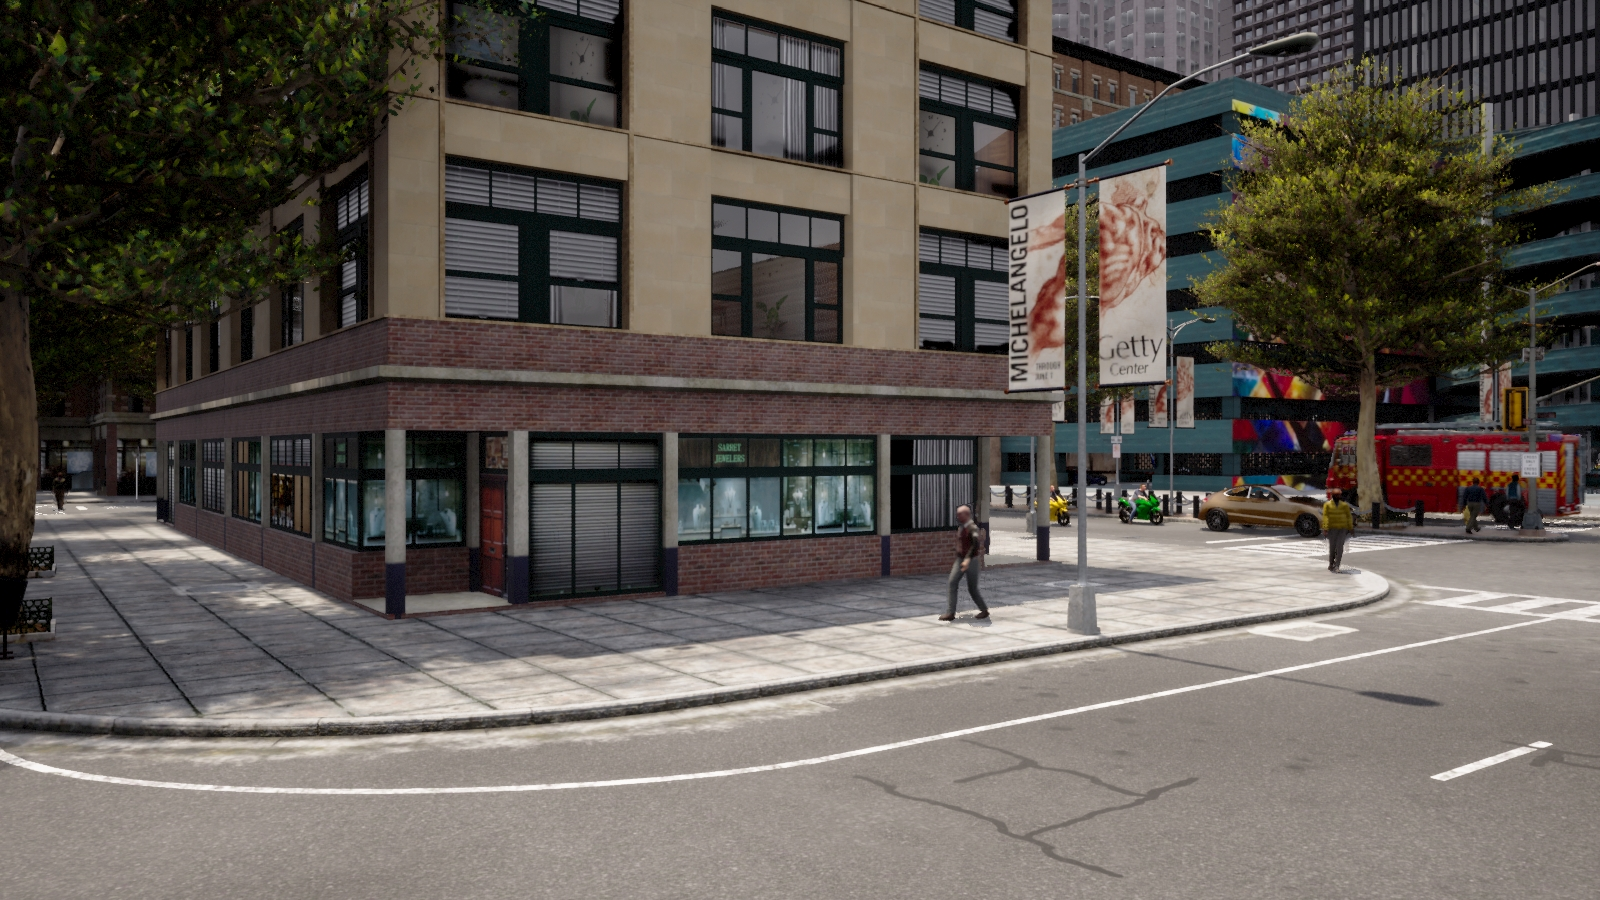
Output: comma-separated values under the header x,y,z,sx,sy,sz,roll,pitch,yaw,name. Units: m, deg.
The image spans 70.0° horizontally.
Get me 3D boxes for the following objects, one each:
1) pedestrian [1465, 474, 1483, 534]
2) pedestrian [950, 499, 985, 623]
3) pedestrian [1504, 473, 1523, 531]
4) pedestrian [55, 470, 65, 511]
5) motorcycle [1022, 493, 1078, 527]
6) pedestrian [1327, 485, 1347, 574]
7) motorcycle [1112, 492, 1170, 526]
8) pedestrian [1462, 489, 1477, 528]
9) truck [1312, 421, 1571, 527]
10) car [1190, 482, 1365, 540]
x,y,z,sx,sy,sz,roll,pitch,yaw,name
21.086,1.689,35.748,0.375,1.860,0.375,0,0,-34,pedestrian
2.571,1.691,17.537,0.375,1.860,0.375,0,0,-28,pedestrian
23.337,1.689,37.382,0.375,1.860,0.375,0,0,-27,pedestrian
-34.040,1.847,52.572,0.375,1.860,0.375,0,0,-37,pedestrian
9.194,2.200,42.117,0.803,1.145,2.033,0,0,-33,motorcycle
11.484,1.689,24.433,0.375,1.860,0.375,0,0,21,pedestrian
12.745,2.199,42.767,0.803,1.145,2.033,0,0,-35,motorcycle
22.494,1.968,38.385,0.375,1.300,0.375,0,0,44,pedestrian
25.147,0.872,45.246,2.891,3.827,8.468,0,0,-42,truck
15.902,1.978,38.299,2.152,1.651,5.027,0,0,-35,car
